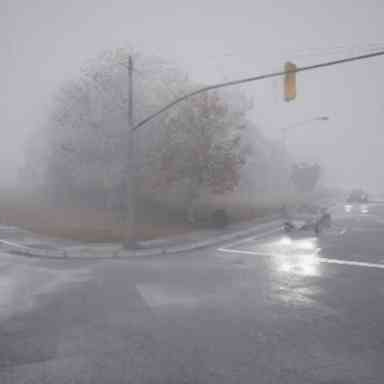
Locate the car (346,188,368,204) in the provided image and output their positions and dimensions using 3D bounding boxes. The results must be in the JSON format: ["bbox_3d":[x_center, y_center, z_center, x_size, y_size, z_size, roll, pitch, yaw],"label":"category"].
[{"bbox_3d":[19.879,0.451,39.998,2.097,1.767,4.553,0,3,32],"label":"car"}]

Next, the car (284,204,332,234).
[{"bbox_3d":[6.762,1.469,19.200,2.128,1.511,4.902,0,1,32],"label":"car"}]

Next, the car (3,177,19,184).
[{"bbox_3d":[-44.977,-2.679,82.771,2.033,1.411,5.357,0,3,-4],"label":"car"}]
